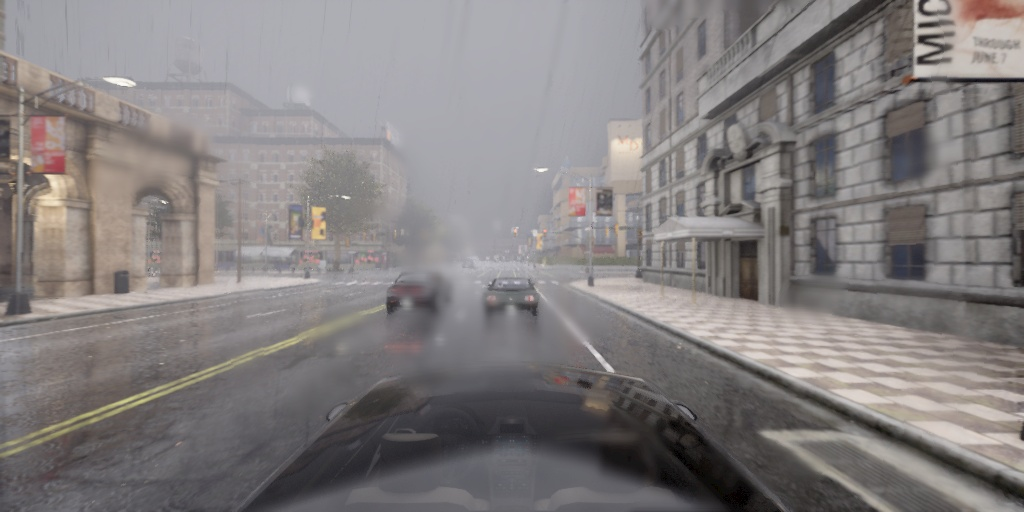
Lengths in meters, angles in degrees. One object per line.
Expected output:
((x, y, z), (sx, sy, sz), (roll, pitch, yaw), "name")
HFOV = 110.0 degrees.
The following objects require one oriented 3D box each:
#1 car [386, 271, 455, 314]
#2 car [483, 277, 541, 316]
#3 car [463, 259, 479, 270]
((-3.501, 1.342, 14.353), (1.837, 1.490, 4.892), (0, 0, 0), "car")
((0.002, 1.432, 13.721), (1.895, 1.301, 4.718), (0, 0, 0), "car")
((-7.574, 1.685, 63.853), (2.128, 1.511, 4.902), (0, 0, -1), "car")
